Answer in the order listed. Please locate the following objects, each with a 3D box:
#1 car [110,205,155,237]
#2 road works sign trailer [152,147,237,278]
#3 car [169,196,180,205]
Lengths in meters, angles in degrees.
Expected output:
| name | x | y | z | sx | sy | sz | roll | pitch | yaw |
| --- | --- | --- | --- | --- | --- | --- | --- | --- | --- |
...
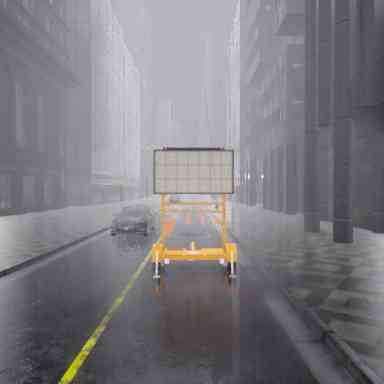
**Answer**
| name | x | y | z | sx | sy | sz | roll | pitch | yaw |
| --- | --- | --- | --- | --- | --- | --- | --- | --- | --- |
| car | -3.107 | 1.494 | 18.162 | 1.837 | 1.490 | 4.892 | 0 | 0 | 0 |
| road works sign trailer | 0.047 | 0.459 | 10.120 | 2.380 | 3.560 | 2.880 | 0 | 0 | -1 |
| car | -3.100 | 1.407 | 59.013 | 1.882 | 1.535 | 5.008 | 0 | 0 | 0 |
